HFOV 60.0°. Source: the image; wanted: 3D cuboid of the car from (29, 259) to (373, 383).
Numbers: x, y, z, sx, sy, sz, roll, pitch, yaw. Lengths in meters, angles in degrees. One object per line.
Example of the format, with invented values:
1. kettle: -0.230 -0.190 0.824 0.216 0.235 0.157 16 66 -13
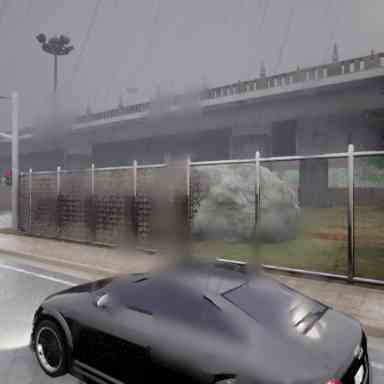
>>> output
1. car: -0.155 1.564 4.101 4.181 1.385 1.994 0 0 36
